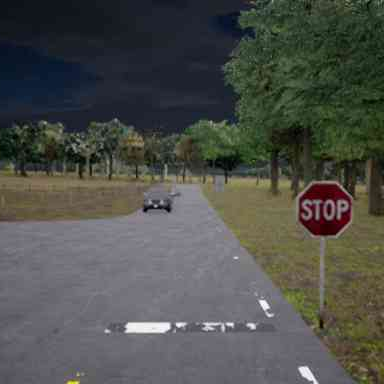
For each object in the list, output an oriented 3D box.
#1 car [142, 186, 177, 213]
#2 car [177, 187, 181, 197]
[{"bbox_3d":[-2.686,0.580,27.451,2.150,2.045,5.566,0,2,0],"label":"car"},{"bbox_3d":[-2.635,-0.026,50.356,2.128,1.511,4.902,0,2,0],"label":"car"}]
